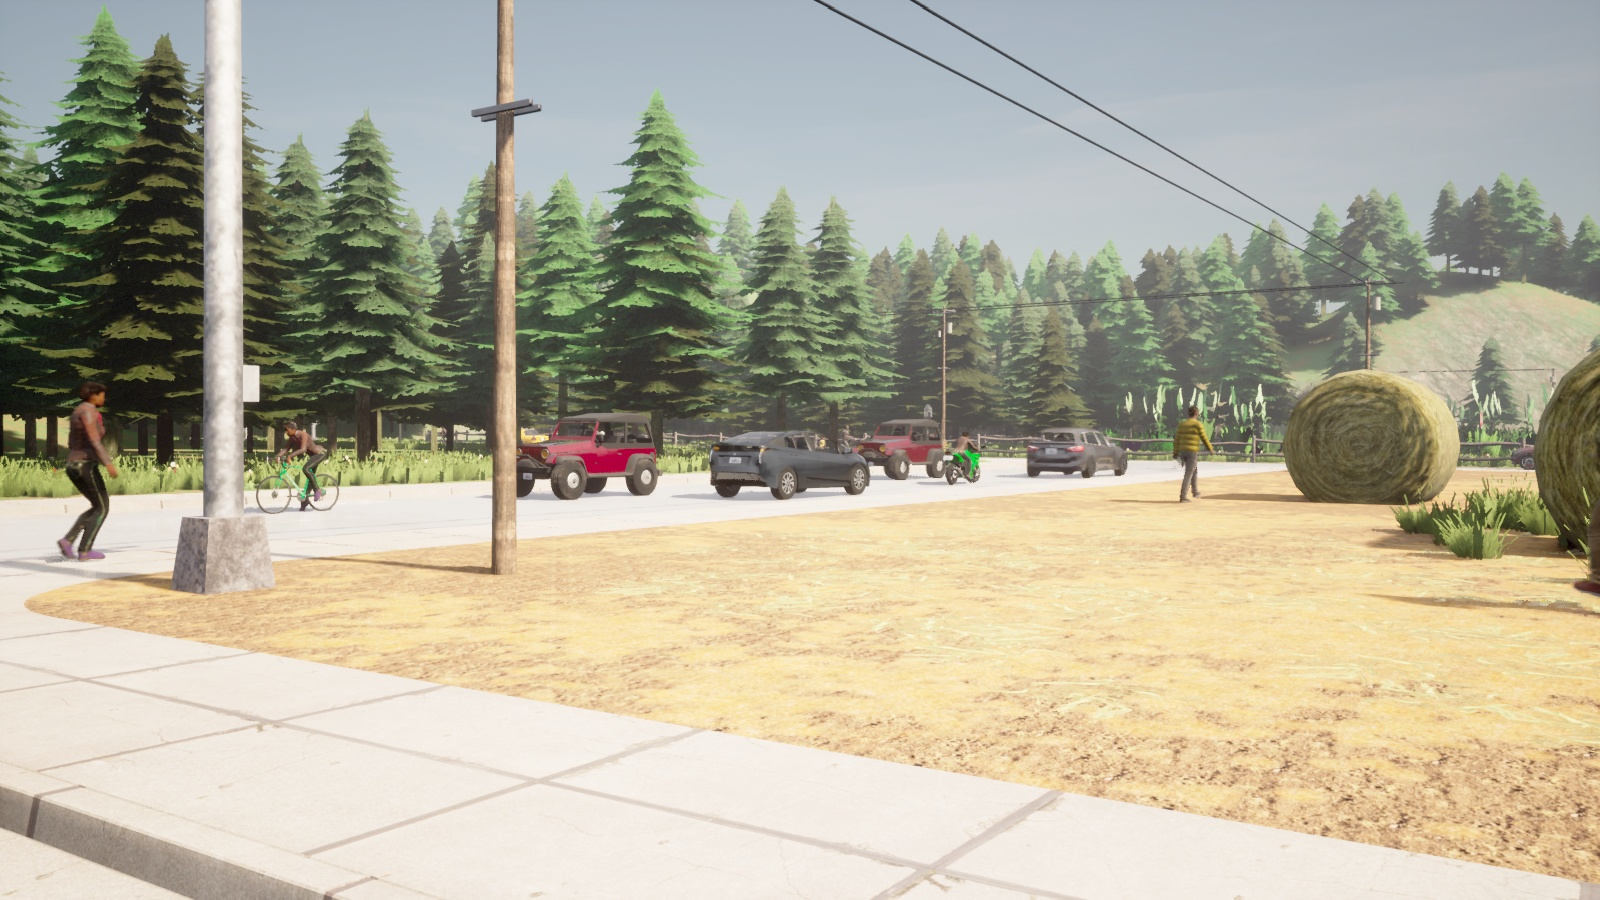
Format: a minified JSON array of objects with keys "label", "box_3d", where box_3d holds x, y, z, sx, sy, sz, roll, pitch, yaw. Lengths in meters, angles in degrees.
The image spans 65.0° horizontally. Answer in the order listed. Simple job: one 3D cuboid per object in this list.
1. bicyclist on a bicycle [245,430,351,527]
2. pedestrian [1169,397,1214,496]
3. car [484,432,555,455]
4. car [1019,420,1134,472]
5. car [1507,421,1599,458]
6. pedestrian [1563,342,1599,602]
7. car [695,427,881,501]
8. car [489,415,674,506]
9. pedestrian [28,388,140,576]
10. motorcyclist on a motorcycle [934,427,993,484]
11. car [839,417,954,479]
[{"label":"bicyclist on a bicycle","box_3d":[-8.880,0.477,22.268,0.582,1.620,1.656,0,1,35]},{"label":"pedestrian","box_3d":[7.380,-0.068,23.672,0.709,1.840,0.431,-1,1,-34]},{"label":"car","box_3d":[-20.102,-0.477,89.933,5.366,1.575,1.801,0,1,36]},{"label":"car","box_3d":[9.442,-0.172,42.641,2.242,1.667,4.611,0,1,35]},{"label":"car","box_3d":[31.698,-0.434,51.315,4.674,1.442,1.812,0,1,37]},{"label":"pedestrian","box_3d":[6.191,0.164,9.383,0.423,1.949,0.788,-1,1,-8]},{"label":"car","box_3d":[-0.177,0.264,28.712,2.007,1.525,4.514,0,1,35]},{"label":"car","box_3d":[-4.815,0.179,28.155,1.905,1.878,3.866,0,1,35]},{"label":"pedestrian","box_3d":[-7.089,0.300,12.456,0.328,1.805,0.869,0,1,40]},{"label":"motorcyclist on a motorcycle","box_3d":[4.665,0.132,35.722,0.797,1.523,2.044,0,2,35]},{"label":"car","box_3d":[3.080,-0.096,39.587,1.905,1.878,3.866,0,1,35]}]
